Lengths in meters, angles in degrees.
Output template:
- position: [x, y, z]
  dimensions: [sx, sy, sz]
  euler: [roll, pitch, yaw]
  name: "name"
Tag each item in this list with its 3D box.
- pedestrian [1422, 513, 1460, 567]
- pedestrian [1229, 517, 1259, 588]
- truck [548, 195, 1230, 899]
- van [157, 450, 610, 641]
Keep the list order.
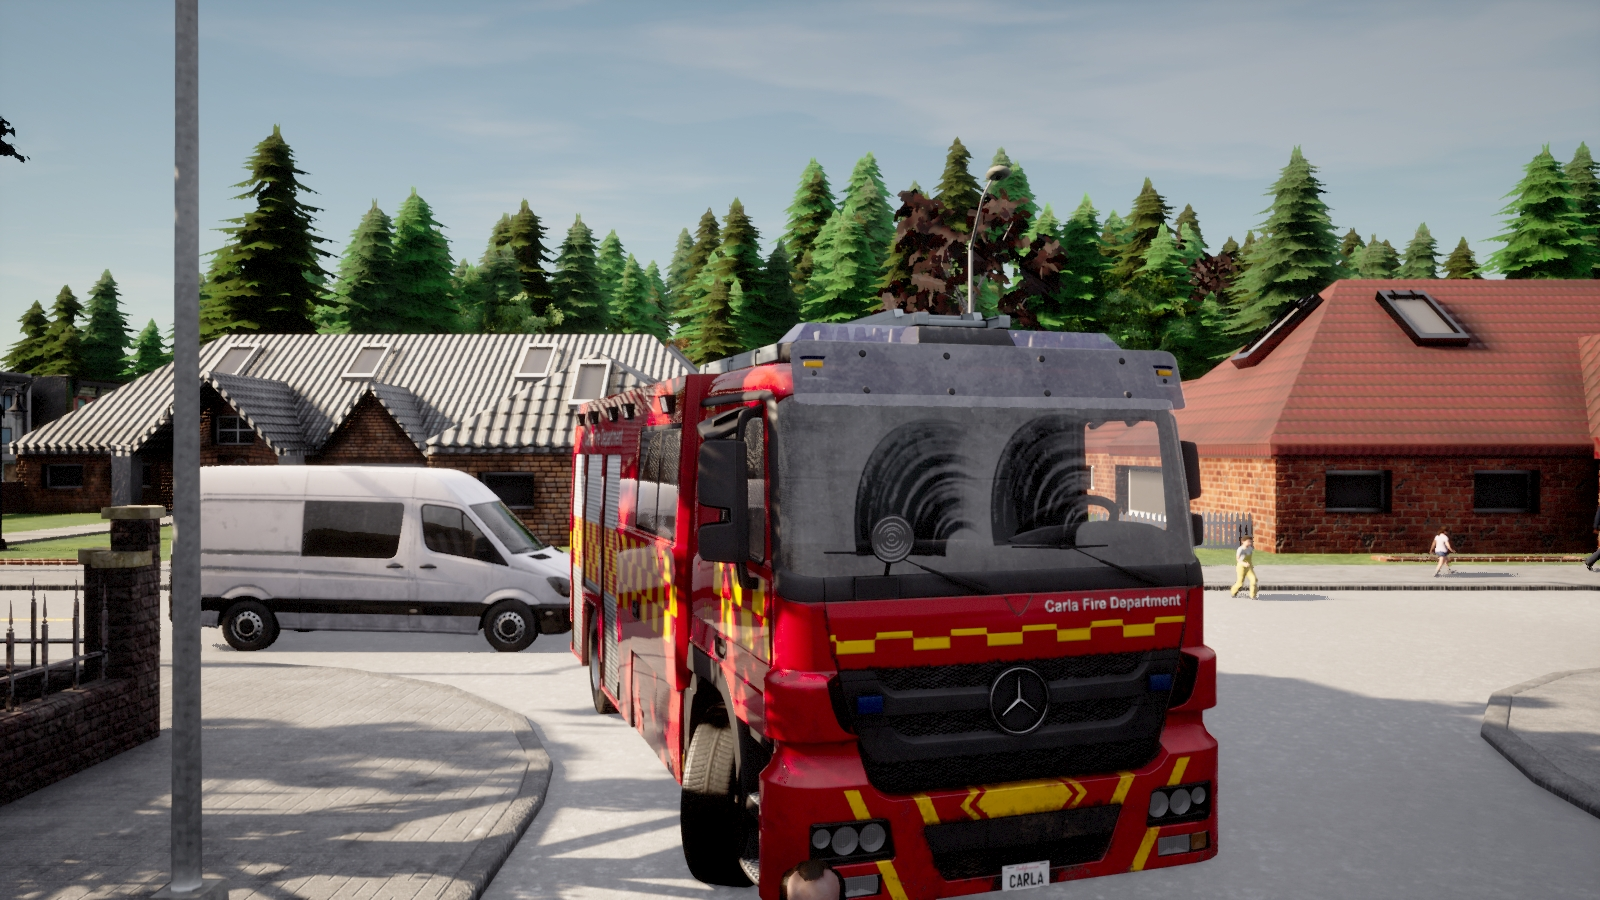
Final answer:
- position: [13.665, 1.905, 24.351]
  dimensions: [0.500, 1.100, 0.500]
  euler: [0, 0, -9]
  name: "pedestrian"
- position: [8.306, 1.908, 21.360]
  dimensions: [0.375, 1.300, 0.375]
  euler: [0, 0, -15]
  name: "pedestrian"
- position: [-0.279, 0.670, 10.050]
  dimensions: [2.891, 3.827, 8.468]
  euler: [0, 0, -19]
  name: "truck"
- position: [-5.941, 1.311, 16.790]
  dimensions: [5.915, 2.561, 1.988]
  euler: [1, 0, 1]
  name: "van"
